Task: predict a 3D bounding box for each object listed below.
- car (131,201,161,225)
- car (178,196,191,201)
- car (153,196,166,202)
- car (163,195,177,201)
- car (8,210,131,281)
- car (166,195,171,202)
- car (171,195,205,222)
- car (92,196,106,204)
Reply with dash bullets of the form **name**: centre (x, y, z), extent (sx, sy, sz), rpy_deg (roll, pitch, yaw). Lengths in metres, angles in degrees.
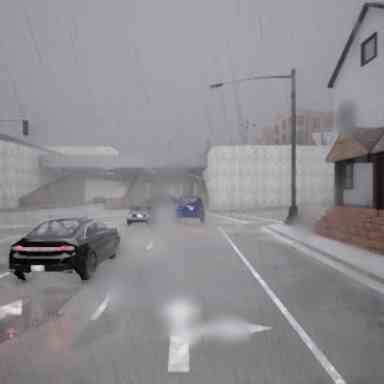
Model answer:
- **car**: centre (-3.579, 1.620, 24.433), extent (2.033, 1.411, 5.357), rpy_deg (0, 0, -2)
- **car**: centre (-2.066, 1.733, 91.841), extent (1.994, 1.385, 4.181), rpy_deg (0, 0, 28)
- **car**: centre (-8.274, 1.658, 81.658), extent (1.837, 1.490, 4.892), rpy_deg (0, 0, 6)
- **car**: centre (-5.927, 1.661, 91.728), extent (1.837, 1.490, 4.892), rpy_deg (0, 0, 24)
- **car**: centre (-3.451, 1.512, 9.913), extent (2.128, 1.511, 4.902), rpy_deg (0, 0, 1)
- **car**: centre (-4.726, 1.689, 82.159), extent (2.128, 1.511, 4.902), rpy_deg (0, 0, 6)
- **car**: centre (-0.291, 1.309, 27.155), extent (2.150, 2.045, 5.566), rpy_deg (0, 0, -5)
- **car**: centre (-18.591, 1.612, 66.633), extent (1.882, 1.535, 5.008), rpy_deg (0, 0, -1)
